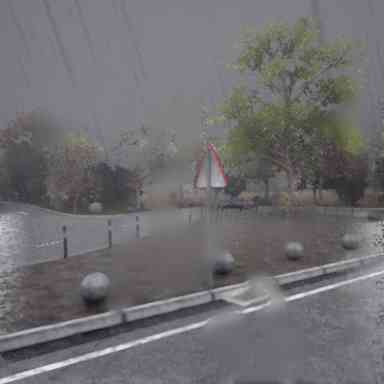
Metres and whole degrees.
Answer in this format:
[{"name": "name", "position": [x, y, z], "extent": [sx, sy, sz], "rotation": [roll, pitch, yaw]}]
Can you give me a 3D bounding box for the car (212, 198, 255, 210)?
[{"name": "car", "position": [4.596, 1.346, 38.503], "extent": [5.357, 1.411, 2.033], "rotation": [0, 1, -21]}]
